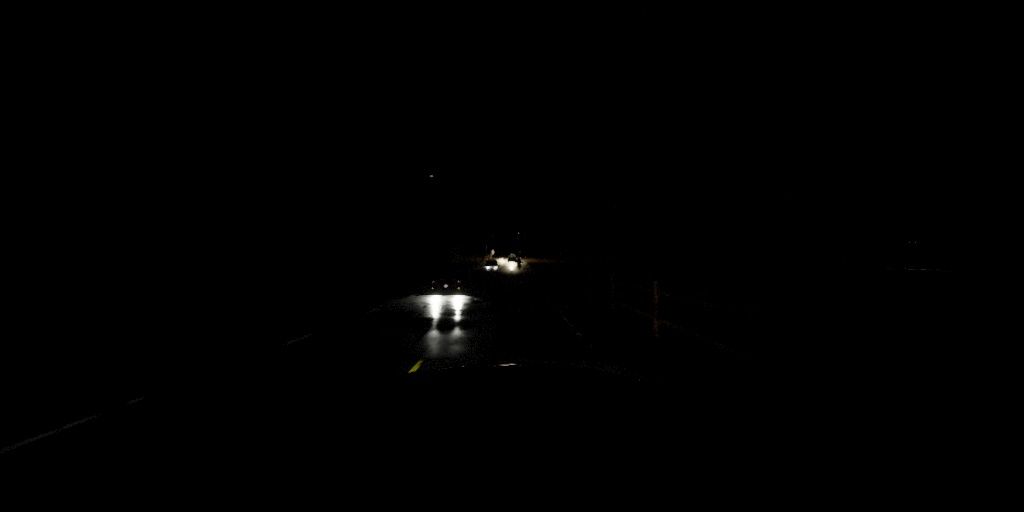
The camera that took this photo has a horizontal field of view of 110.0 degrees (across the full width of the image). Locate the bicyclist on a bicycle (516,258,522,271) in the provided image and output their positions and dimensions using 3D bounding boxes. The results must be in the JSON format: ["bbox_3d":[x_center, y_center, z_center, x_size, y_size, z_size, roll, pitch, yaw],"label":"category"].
[{"bbox_3d":[0.969,1.186,47.839,0.659,1.776,1.843,0,1,0],"label":"bicyclist on a bicycle"}]

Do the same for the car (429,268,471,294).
[{"bbox_3d":[-3.590,1.438,21.421,1.994,1.385,4.181,0,0,0],"label":"car"}]

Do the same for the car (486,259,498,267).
[{"bbox_3d":[-3.514,1.155,63.209,1.994,1.385,4.181,0,1,1],"label":"car"}]
